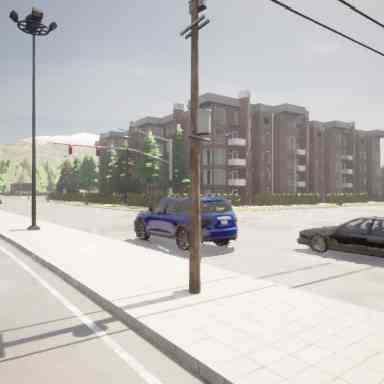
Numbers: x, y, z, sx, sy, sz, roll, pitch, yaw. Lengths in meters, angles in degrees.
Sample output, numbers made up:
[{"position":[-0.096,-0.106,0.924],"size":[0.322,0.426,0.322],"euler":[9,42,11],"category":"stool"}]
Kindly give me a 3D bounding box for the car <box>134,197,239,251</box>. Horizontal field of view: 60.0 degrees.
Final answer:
[{"position":[-0.434,1.222,14.420],"size":[2.150,2.045,5.566],"euler":[0,0,-37],"category":"car"}]

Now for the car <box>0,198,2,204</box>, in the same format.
[{"position":[-37.472,1.525,63.406],"size":[1.812,1.442,4.674],"euler":[0,0,-36],"category":"car"}]

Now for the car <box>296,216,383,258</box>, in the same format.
[{"position":[6.300,1.547,11.327],"size":[2.033,1.411,5.357],"euler":[0,0,-37],"category":"car"}]
